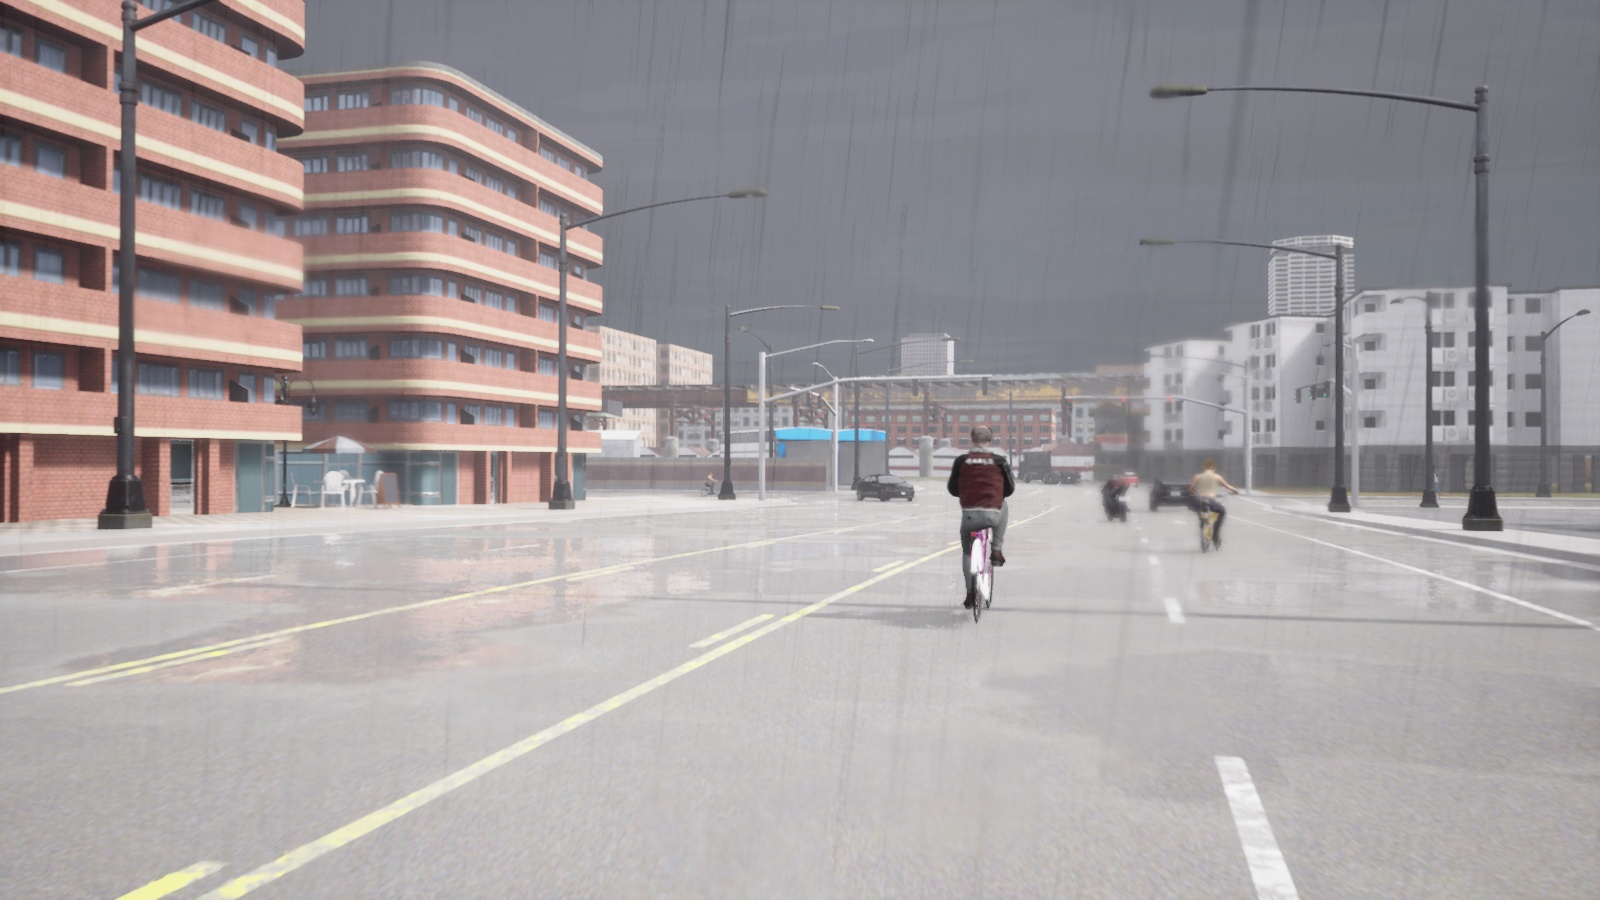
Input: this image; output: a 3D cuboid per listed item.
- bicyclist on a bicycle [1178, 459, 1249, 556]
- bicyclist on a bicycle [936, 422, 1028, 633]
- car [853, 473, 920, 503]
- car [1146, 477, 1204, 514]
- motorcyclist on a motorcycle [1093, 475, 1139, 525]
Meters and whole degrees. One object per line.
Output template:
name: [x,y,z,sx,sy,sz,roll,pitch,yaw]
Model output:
bicyclist on a bicycle: [7.135,0.973,21.635,0.866,1.612,1.509,-1,-2,30]
bicyclist on a bicycle: [1.707,0.662,11.551,0.659,1.776,1.843,0,0,14]
car: [4.740,2.072,69.663,1.882,1.535,5.008,1,-1,-19]
car: [16.218,1.933,54.517,2.163,1.488,4.792,0,-1,14]
motorcyclist on a motorcycle: [9.929,1.557,39.503,0.866,1.530,2.191,1,-1,0]
